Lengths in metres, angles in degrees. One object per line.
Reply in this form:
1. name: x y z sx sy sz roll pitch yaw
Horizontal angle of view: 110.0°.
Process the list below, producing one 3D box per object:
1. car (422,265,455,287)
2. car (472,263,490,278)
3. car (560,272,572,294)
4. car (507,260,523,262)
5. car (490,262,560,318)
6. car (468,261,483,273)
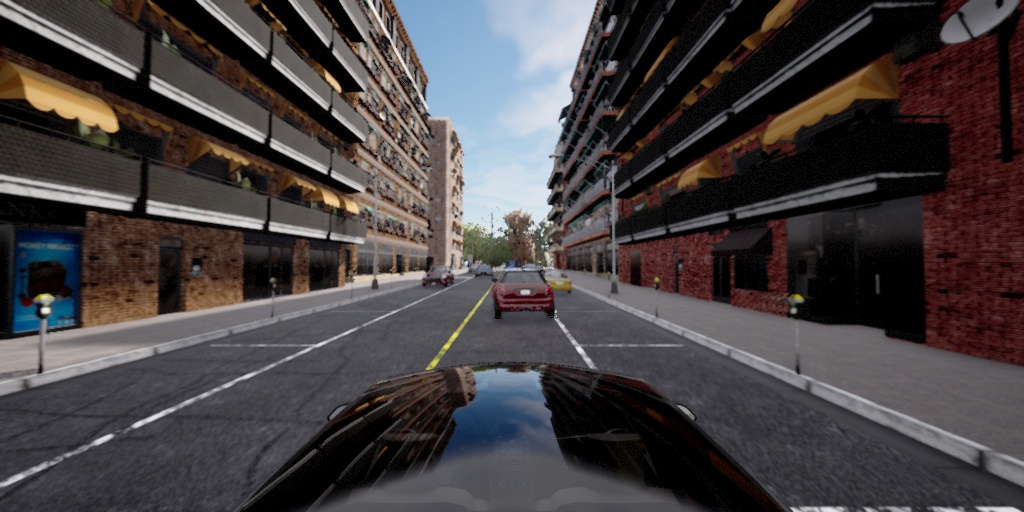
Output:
1. car: -5.713 1.510 28.046 1.967 1.591 4.097 0 0 0
2. car: -3.079 1.792 40.989 1.994 1.385 4.181 0 -1 0
3. car: 2.697 1.527 22.618 1.751 1.417 4.829 0 0 0
4. car: 0.089 1.611 54.187 2.150 2.045 5.566 0 -1 0
5. car: 0.302 1.251 13.984 2.097 1.767 4.553 0 -1 -4
6. car: -5.829 1.961 55.885 2.007 1.370 4.403 0 0 0
